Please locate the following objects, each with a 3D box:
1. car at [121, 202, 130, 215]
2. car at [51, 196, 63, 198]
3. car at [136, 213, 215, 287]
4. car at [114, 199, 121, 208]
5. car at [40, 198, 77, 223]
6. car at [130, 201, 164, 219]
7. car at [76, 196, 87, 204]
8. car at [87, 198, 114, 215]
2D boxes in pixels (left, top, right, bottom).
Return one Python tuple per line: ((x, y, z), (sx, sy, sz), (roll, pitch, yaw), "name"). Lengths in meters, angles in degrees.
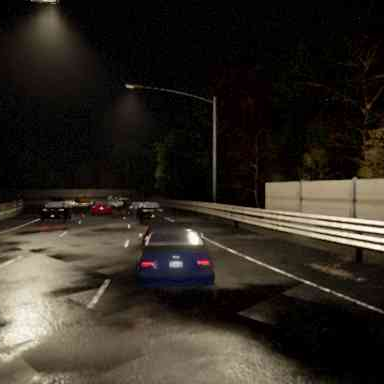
((-5.795, 1.608, 34.293), (1.994, 1.385, 4.181), (0, 0, -18), "car")
((-31.620, 1.627, 77.554), (2.128, 1.511, 4.902), (0, 0, -44), "car")
((-0.565, 1.560, 9.438), (2.033, 1.411, 5.357), (0, 0, -5), "car")
((-11.529, 1.663, 48.486), (1.895, 1.301, 4.718), (0, 0, -26), "car")
((-10.662, 1.526, 26.342), (2.128, 1.511, 4.902), (0, 0, -14), "car")
((-3.380, 1.525, 25.929), (2.128, 1.511, 4.902), (0, 0, -15), "car")
((-21.777, 1.563, 65.511), (1.882, 1.535, 5.008), (0, 0, -35), "car")
((-9.671, 1.609, 34.955), (1.994, 1.385, 4.181), (0, 0, -19), "car")
